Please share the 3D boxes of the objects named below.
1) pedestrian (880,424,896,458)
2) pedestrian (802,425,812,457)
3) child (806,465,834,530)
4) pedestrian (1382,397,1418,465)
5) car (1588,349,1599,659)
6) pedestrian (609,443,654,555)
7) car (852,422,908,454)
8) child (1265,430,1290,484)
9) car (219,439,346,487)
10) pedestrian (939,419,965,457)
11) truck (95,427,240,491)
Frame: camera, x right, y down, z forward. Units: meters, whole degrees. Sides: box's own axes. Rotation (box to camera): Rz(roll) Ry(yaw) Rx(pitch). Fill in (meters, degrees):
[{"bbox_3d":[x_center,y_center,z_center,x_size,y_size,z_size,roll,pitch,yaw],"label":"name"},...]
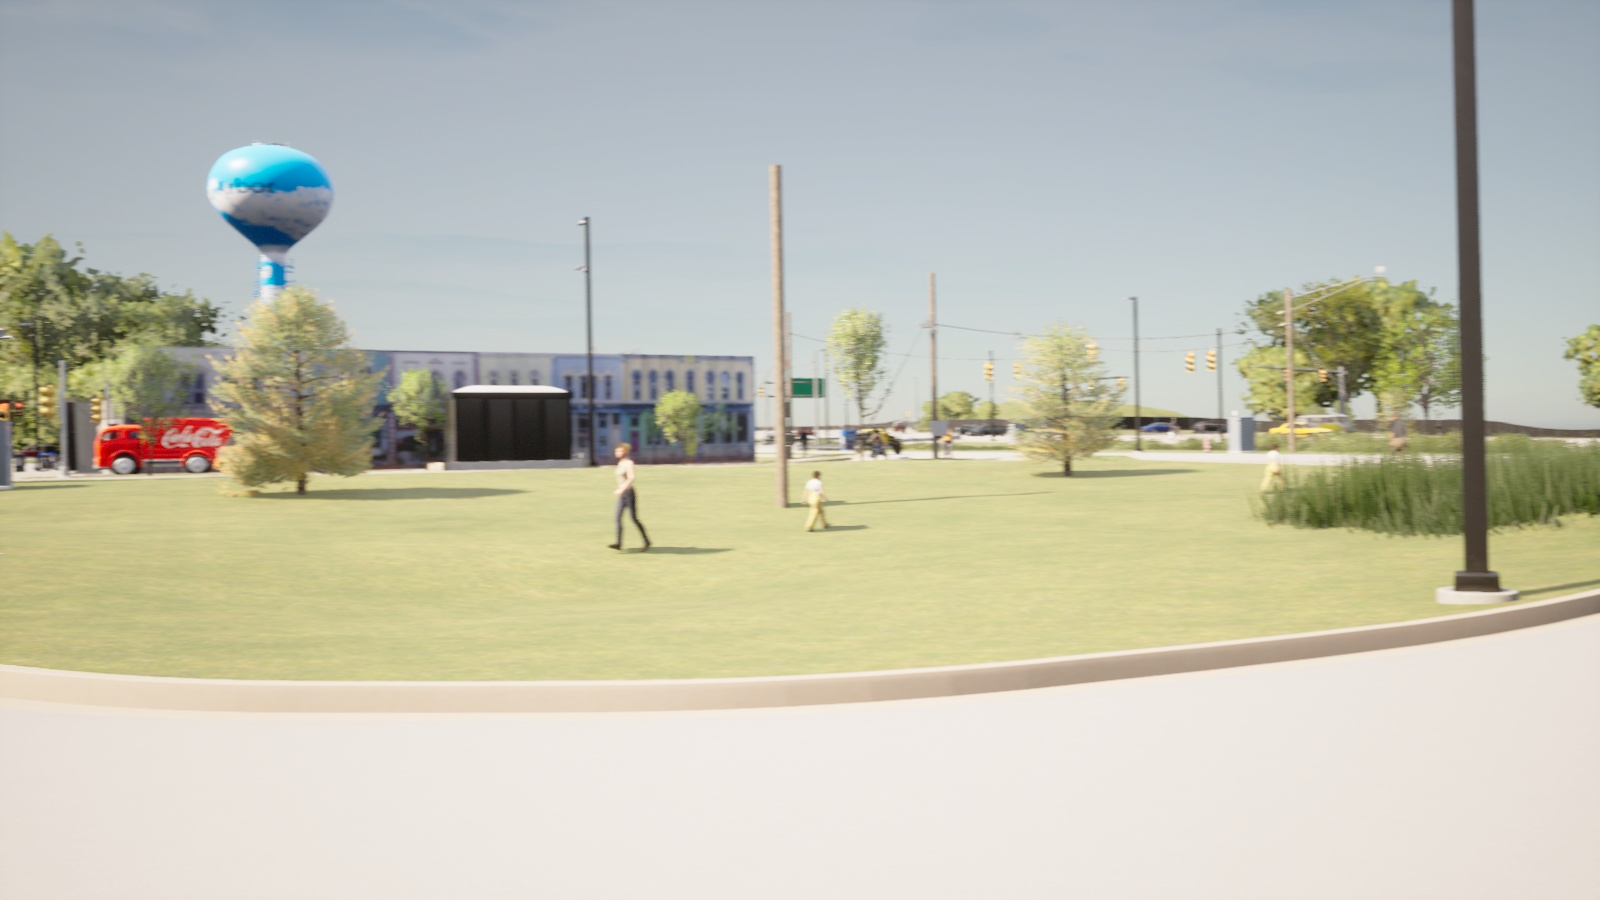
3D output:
[{"bbox_3d":[4.886,-0.501,69.500,0.431,1.840,0.709,-2,0,-38],"label":"pedestrian"},{"bbox_3d":[0.439,-0.534,74.705,0.370,1.835,0.726,-2,0,12],"label":"pedestrian"},{"bbox_3d":[0.398,0.946,24.992,0.437,1.263,0.270,-2,0,-31],"label":"child"},{"bbox_3d":[16.718,-0.521,34.997,0.540,1.848,0.694,-2,0,-12],"label":"pedestrian"},{"bbox_3d":[6.067,0.363,6.322,3.866,1.878,1.905,-2,0,-30],"label":"car"},{"bbox_3d":[-2.840,0.815,21.181,0.594,1.836,0.345,-2,0,-33],"label":"pedestrian"},{"bbox_3d":[5.025,-0.759,79.417,1.905,1.878,3.866,-2,0,-25],"label":"car"},{"bbox_3d":[11.402,0.167,29.999,0.437,1.263,0.270,-2,0,-18],"label":"child"},{"bbox_3d":[-20.937,0.524,50.817,4.553,1.767,2.097,-2,0,-27],"label":"car"},{"bbox_3d":[7.667,-0.621,63.345,0.874,1.855,0.900,-2,0,-27],"label":"pedestrian"},{"bbox_3d":[-26.385,0.374,52.602,5.204,2.467,2.627,-2,0,-23],"label":"truck"}]
